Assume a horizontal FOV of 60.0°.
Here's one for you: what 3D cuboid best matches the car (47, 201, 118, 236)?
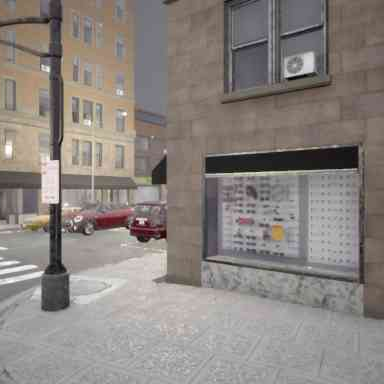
[{"bbox_3d":[-5.297,1.343,18.730,2.097,1.767,4.553,0,0,35],"label":"car"}]

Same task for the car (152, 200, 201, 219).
[{"bbox_3d":[-1.272,1.494,29.337,1.752,1.417,4.829,0,0,35],"label":"car"}]

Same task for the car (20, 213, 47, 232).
[{"bbox_3d":[-7.735,1.518,20.055,1.752,1.417,4.829,0,0,35],"label":"car"}]

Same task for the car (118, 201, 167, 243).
[{"bbox_3d":[-0.657,1.305,15.300,2.192,1.841,5.009,0,0,35],"label":"car"}]

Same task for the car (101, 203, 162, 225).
[{"bbox_3d":[-4.406,1.546,24.836,1.947,1.339,4.313,0,0,35],"label":"car"}]
